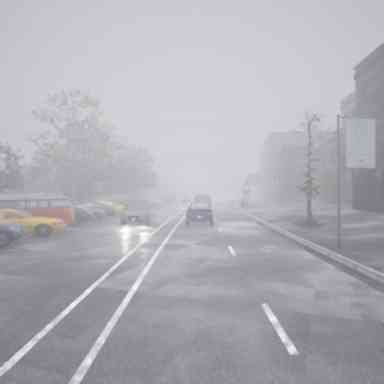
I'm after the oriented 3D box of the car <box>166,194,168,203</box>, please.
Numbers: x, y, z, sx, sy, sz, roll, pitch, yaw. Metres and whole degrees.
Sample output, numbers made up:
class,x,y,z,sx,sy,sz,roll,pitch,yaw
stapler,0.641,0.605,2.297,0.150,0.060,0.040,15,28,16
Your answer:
class,x,y,z,sx,sy,sz,roll,pitch,yaw
car,-7.129,1.518,58.008,4.792,1.488,2.163,-1,0,-16

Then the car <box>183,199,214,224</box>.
class,x,y,z,sx,sy,sz,roll,pitch,yaw
car,0.580,1.501,24.697,1.882,1.535,5.008,0,0,2

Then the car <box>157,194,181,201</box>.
class,x,y,z,sx,sy,sz,roll,pitch,yaw
car,-5.404,1.361,78.754,5.366,1.575,1.946,-1,0,-16

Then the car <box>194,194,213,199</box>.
class,x,y,z,sx,sy,sz,roll,pitch,yaw
car,1.433,1.252,42.714,2.150,2.045,5.566,0,0,3

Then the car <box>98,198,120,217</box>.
class,x,y,z,sx,sy,sz,roll,pitch,yaw
car,-8.864,1.561,28.367,4.674,1.452,2.002,-1,0,-18

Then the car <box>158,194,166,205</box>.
class,x,y,z,sx,sy,sz,roll,pitch,yaw
car,-7.360,1.503,52.153,5.366,1.575,1.946,-1,0,-16

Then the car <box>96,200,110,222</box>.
class,x,y,z,sx,sy,sz,roll,pitch,yaw
car,-8.962,1.555,25.421,4.674,1.452,2.002,0,-1,-18

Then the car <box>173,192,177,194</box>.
class,x,y,z,sx,sy,sz,roll,pitch,yaw
car,-6.261,1.177,69.821,5.566,2.045,2.435,-1,1,-16

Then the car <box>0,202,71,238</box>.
class,x,y,z,sx,sy,sz,roll,pitch,yaw
car,-9.078,1.492,16.592,5.366,1.575,1.946,-1,0,-19

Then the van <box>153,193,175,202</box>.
class,x,y,z,sx,sy,sz,roll,pitch,yaw
van,-6.122,1.185,72.746,4.442,1.987,1.878,-1,1,-16

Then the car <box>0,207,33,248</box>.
class,x,y,z,sx,sy,sz,roll,pitch,yaw
car,-9.321,1.533,13.561,4.674,1.452,2.002,-1,0,-19

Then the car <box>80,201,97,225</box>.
class,x,y,z,sx,sy,sz,roll,pitch,yaw
car,-9.083,1.549,22.469,4.674,1.452,2.002,-1,0,-18

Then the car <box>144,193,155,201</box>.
class,x,y,z,sx,sy,sz,roll,pitch,yaw
car,-7.913,1.395,46.177,4.553,1.767,2.185,-1,0,-17

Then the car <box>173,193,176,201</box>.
class,x,y,z,sx,sy,sz,roll,pitch,yaw
car,-6.455,1.445,66.885,5.008,1.535,2.097,-1,0,-16

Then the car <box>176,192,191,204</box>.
class,x,y,z,sx,sy,sz,roll,pitch,yaw
car,-1.292,1.324,64.937,2.097,1.767,4.553,0,0,5

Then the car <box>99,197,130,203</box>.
class,x,y,z,sx,sy,sz,roll,pitch,yaw
car,-8.927,1.524,31.280,5.366,1.575,1.946,-1,0,-18

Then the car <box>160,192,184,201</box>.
class,x,y,z,sx,sy,sz,roll,pitch,yaw
car,-5.163,1.072,84.575,5.566,2.045,2.435,-1,1,-16

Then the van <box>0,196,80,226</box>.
class,x,y,z,sx,sy,sz,roll,pitch,yaw
van,-9.069,1.275,19.541,4.442,1.987,1.878,-1,0,-19

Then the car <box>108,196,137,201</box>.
class,x,y,z,sx,sy,sz,roll,pitch,yaw
car,-8.605,1.527,34.302,5.008,1.535,2.097,-1,0,-17

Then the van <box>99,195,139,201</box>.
class,x,y,z,sx,sy,sz,roll,pitch,yaw
van,-8.575,1.304,37.232,4.442,1.987,1.878,-1,0,-17

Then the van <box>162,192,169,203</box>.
class,x,y,z,sx,sy,sz,roll,pitch,yaw
van,-6.995,1.251,60.934,4.442,1.987,1.878,-1,0,-16

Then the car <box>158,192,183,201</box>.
class,x,y,z,sx,sy,sz,roll,pitch,yaw
car,-5.333,1.093,81.652,5.566,2.045,2.435,-1,0,-16

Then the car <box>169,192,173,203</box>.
class,x,y,z,sx,sy,sz,roll,pitch,yaw
car,-6.696,1.336,63.919,4.553,1.767,2.185,-1,0,-16

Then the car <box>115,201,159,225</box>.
class,x,y,z,sx,sy,sz,roll,pitch,yaw
car,-3.799,1.586,23.830,1.994,1.385,4.181,0,0,2

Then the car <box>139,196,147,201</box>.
class,x,y,z,sx,sy,sz,roll,pitch,yaw
car,-8.301,1.567,40.239,4.674,1.452,2.002,-1,0,-17

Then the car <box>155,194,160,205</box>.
class,x,y,z,sx,sy,sz,roll,pitch,yaw
car,-7.752,1.517,49.136,4.892,1.521,2.231,-1,0,-16
